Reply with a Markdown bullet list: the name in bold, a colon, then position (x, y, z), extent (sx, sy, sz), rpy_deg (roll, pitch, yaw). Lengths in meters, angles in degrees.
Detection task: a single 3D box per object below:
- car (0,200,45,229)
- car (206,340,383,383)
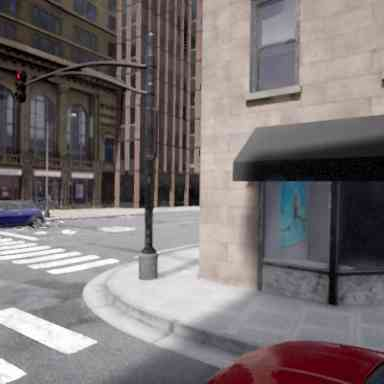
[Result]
- **car**: position (-11.049, 1.291, 19.266), extent (2.097, 1.767, 4.553), rpy_deg (1, 0, 35)
- **car**: position (2.023, 1.548, 1.509), extent (4.507, 1.381, 1.887), rpy_deg (0, 1, 35)
